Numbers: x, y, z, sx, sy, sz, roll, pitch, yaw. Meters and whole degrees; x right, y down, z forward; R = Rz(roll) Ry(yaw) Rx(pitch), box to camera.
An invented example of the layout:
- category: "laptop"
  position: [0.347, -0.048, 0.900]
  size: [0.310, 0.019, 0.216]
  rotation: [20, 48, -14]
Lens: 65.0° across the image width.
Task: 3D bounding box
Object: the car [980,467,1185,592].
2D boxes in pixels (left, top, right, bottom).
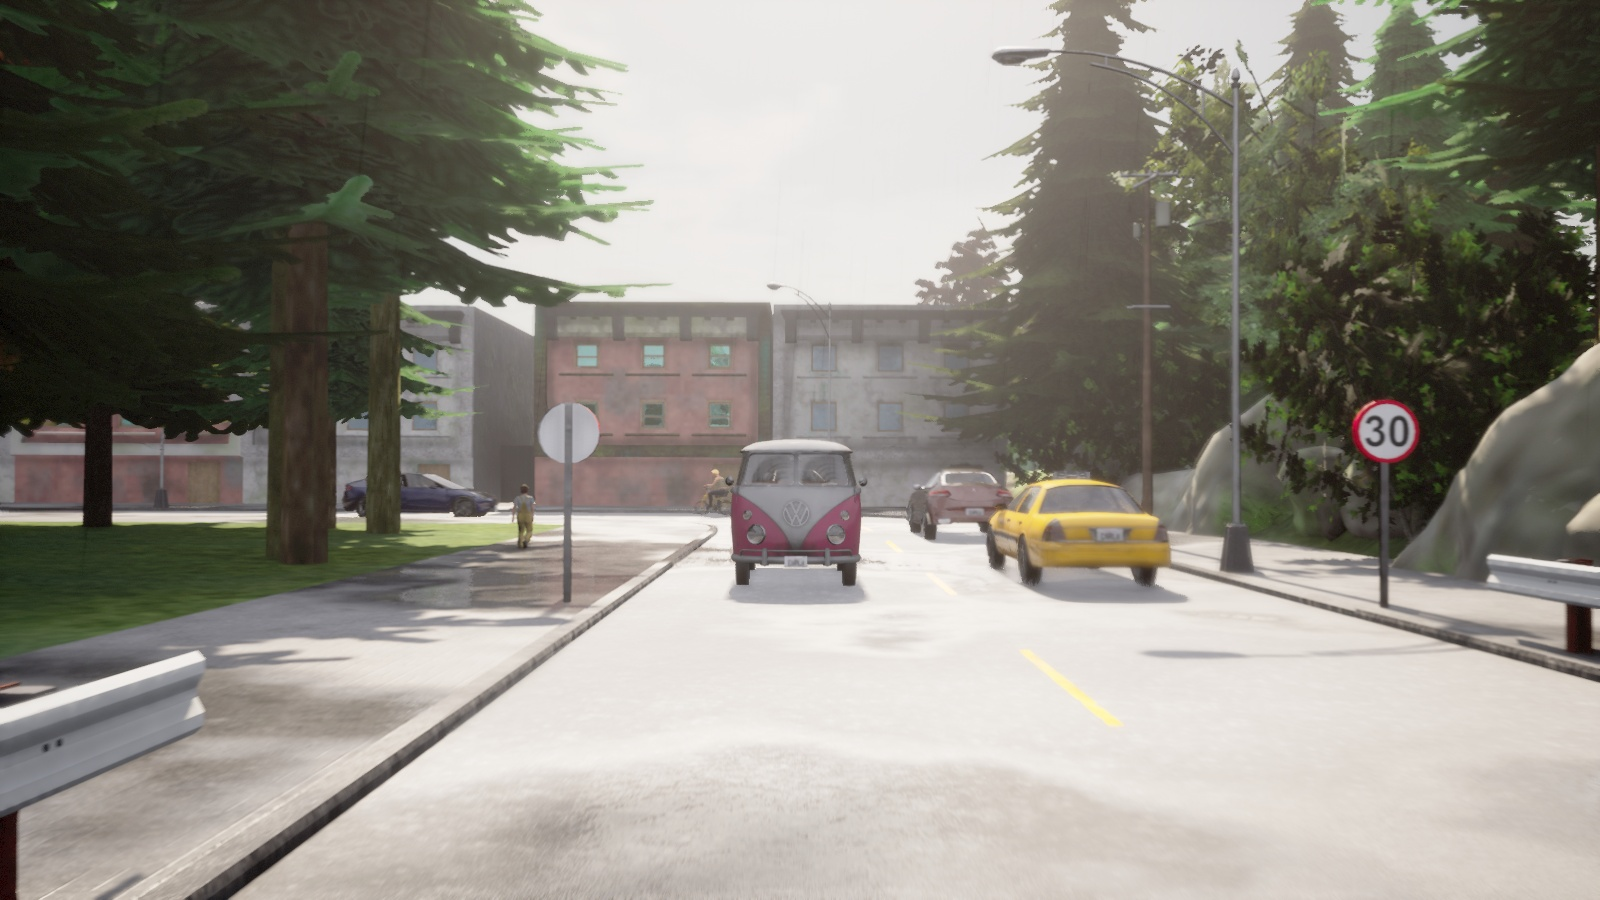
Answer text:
- category: "car"
  position: [3.953, 1.048, 18.542]
  size: [1.801, 1.575, 5.366]
  rotation: [0, -1, 0]

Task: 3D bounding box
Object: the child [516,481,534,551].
- category: "child"
  position: [-5.090, 1.214, 23.254]
  size: [0.270, 1.263, 0.437]
  rotation: [0, -1, -6]

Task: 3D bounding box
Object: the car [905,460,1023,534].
- category: "car"
  position: [3.900, 1.093, 30.758]
  size: [2.152, 1.651, 5.027]
  rotation: [0, -1, -1]

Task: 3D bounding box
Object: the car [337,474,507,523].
- category: "car"
  position: [-12.043, 1.537, 40.291]
  size: [4.792, 1.488, 2.163]
  rotation: [0, -1, 0]

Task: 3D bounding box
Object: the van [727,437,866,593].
- category: "van"
  position: [-0.047, 0.874, 18.301]
  size: [1.775, 1.987, 4.442]
  rotation: [0, -1, 0]

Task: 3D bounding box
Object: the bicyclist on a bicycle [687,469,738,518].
- category: "bicyclist on a bicycle"
  position: [-3.002, 1.486, 43.089]
  size: [1.509, 1.612, 0.866]
  rotation: [-1, 1, 25]
